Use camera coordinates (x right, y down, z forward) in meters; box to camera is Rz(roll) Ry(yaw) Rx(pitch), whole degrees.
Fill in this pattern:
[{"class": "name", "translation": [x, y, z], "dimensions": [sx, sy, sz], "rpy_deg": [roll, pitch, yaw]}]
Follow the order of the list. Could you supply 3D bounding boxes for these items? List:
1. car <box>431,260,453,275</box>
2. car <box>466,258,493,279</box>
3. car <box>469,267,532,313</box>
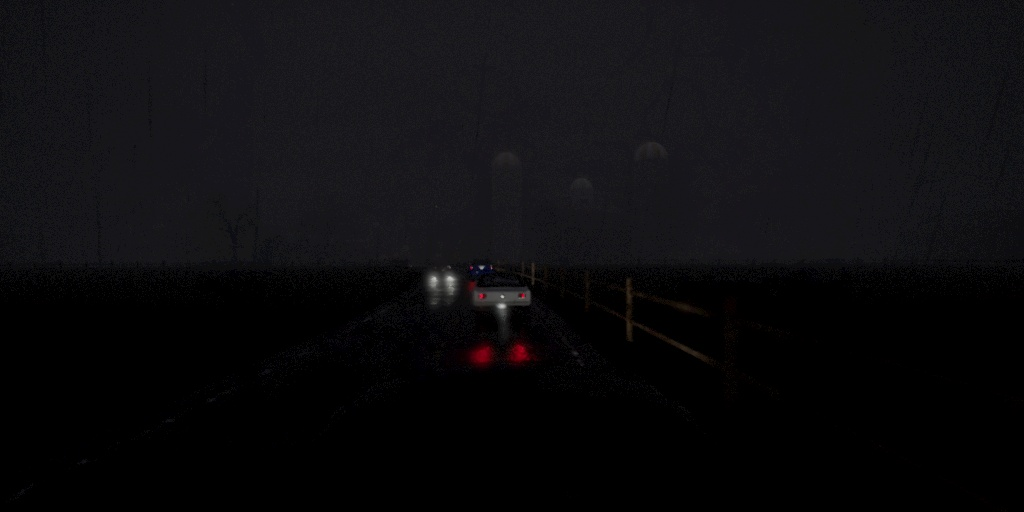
[{"class": "car", "translation": [-7.282, 1.122, 37.089], "dimensions": [1.812, 1.442, 4.674], "rpy_deg": [0, 0, -14]}, {"class": "car", "translation": [-2.746, 0.964, 30.070], "dimensions": [2.097, 1.767, 4.553], "rpy_deg": [0, 0, -10]}, {"class": "car", "translation": [-0.469, 1.285, 13.520], "dimensions": [1.895, 1.301, 4.718], "rpy_deg": [0, 0, -4]}]
